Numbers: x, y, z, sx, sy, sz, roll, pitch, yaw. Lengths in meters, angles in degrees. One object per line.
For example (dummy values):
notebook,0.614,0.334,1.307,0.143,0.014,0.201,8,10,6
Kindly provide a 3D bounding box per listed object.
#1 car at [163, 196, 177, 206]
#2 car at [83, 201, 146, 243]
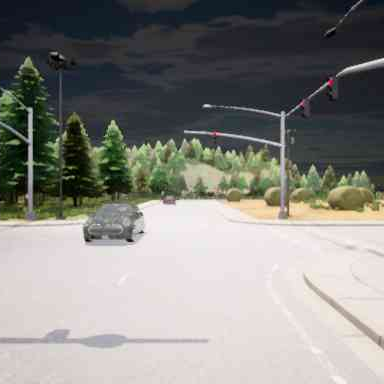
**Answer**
car,-3.471,1.355,51.756,1.812,1.442,4.674,0,1,0
car,-3.488,1.242,15.602,2.097,1.767,4.553,0,0,0
